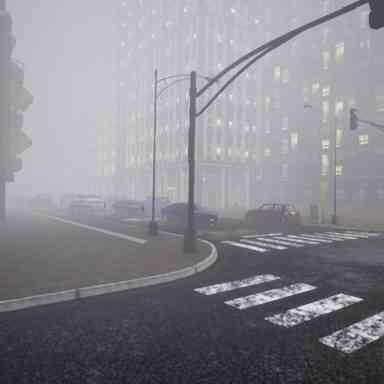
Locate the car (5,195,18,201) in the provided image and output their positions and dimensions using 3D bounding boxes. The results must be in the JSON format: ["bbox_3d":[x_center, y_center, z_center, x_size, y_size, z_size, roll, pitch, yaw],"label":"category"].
[{"bbox_3d":[-40.396,1.378,74.301,2.008,1.369,4.403,1,-1,-35],"label":"car"}]

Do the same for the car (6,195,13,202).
[{"bbox_3d":[-37.125,1.397,69.697,1.947,1.339,4.313,1,-1,-35],"label":"car"}]

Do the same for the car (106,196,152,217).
[{"bbox_3d":[-5.712,1.438,29.963,1.837,1.490,4.892,1,0,-35],"label":"car"}]

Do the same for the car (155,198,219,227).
[{"bbox_3d":[-0.243,1.425,22.265,1.882,1.535,5.008,1,-1,-36],"label":"car"}]

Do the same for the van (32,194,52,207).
[{"bbox_3d":[-20.762,1.197,46.676,1.690,1.788,3.998,1,-1,-35],"label":"van"}]

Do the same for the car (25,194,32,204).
[{"bbox_3d":[-24.038,1.432,51.278,1.802,1.307,4.206,1,-1,-35],"label":"car"}]

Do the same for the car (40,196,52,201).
[{"bbox_3d":[-36.839,1.570,83.758,1.802,1.307,4.206,1,-1,-35],"label":"car"}]

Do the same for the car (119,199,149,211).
[{"bbox_3d":[-7.391,1.584,42.319,2.008,1.369,4.403,1,-1,-35],"label":"car"}]

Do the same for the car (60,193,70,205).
[{"bbox_3d":[-20.579,1.182,56.246,2.150,2.045,5.566,1,-1,-35],"label":"car"}]

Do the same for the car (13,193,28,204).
[{"bbox_3d":[-30.577,1.155,60.490,2.192,1.841,5.009,1,-1,-35],"label":"car"}]

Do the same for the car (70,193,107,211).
[{"bbox_3d":[-12.102,1.142,38.991,2.150,2.045,5.566,1,-1,-35],"label":"car"}]

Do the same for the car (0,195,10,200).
[{"bbox_3d":[-46.844,1.365,83.374,1.752,1.417,4.829,1,-1,-35],"label":"car"}]

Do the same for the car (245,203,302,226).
[{"bbox_3d":[5.699,1.505,23.902,1.967,1.590,4.097,1,-1,-35],"label":"car"}]

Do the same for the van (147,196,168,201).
[{"bbox_3d":[-4.116,1.382,37.716,1.690,1.788,3.998,1,-1,-35],"label":"van"}]

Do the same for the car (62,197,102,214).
[{"bbox_3d":[-10.950,1.427,32.861,2.008,1.369,4.403,1,-1,-35],"label":"car"}]

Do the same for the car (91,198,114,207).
[{"bbox_3d":[-13.936,1.586,51.527,1.947,1.339,4.313,1,-1,-35],"label":"car"}]
